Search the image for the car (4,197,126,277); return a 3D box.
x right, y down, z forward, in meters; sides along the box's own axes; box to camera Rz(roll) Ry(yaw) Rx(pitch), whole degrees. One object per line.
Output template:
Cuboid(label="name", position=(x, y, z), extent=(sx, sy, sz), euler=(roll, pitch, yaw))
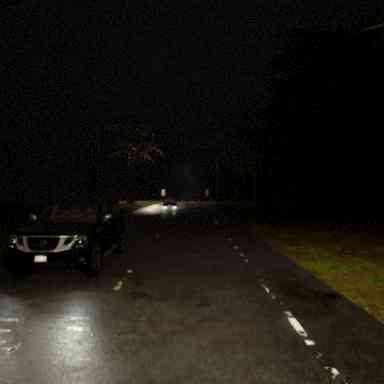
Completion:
Cuboid(label="car", position=(-3.580, 1.212, 10.583), extent=(2.150, 2.045, 5.566), euler=(0, 0, 0))

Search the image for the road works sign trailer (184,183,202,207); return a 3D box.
Cuboid(label="road works sign trailer", position=(0.198, 0.489, 50.893), extent=(2.380, 3.560, 2.880), euler=(0, 0, -5))

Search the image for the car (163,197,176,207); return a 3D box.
Cuboid(label="car", position=(-3.524, 1.556, 53.371), extent=(1.812, 1.442, 4.674), euler=(0, 0, 0))
